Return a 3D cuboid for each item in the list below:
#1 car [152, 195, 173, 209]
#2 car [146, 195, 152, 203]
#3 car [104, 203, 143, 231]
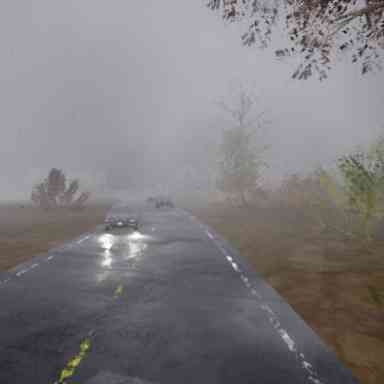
[{"bbox_3d":[-3.658,1.182,43.158,2.097,1.767,4.553,0,0,-9],"label":"car"},{"bbox_3d":[-7.277,1.247,61.053,1.882,1.535,5.008,0,-1,-13],"label":"car"},{"bbox_3d":[-3.990,1.426,19.938,1.837,1.490,4.892,0,0,-5],"label":"car"}]
